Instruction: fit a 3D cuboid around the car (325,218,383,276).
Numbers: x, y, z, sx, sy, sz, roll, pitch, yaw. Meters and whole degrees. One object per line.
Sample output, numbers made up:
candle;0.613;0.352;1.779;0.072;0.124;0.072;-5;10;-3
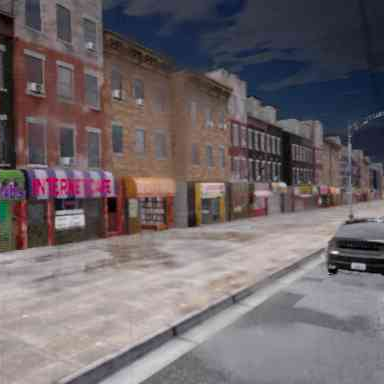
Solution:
car;5.410;1.551;10.018;1.837;1.490;4.892;-1;-1;35
